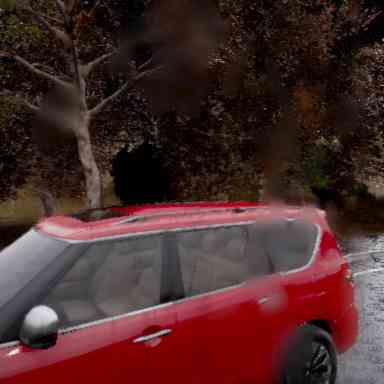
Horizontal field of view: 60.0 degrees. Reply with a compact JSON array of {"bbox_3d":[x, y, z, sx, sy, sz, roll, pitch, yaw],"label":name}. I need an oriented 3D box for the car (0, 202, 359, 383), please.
[{"bbox_3d":[-0.732,1.176,3.214,5.566,2.045,2.150,-1,1,-32],"label":"car"}]
